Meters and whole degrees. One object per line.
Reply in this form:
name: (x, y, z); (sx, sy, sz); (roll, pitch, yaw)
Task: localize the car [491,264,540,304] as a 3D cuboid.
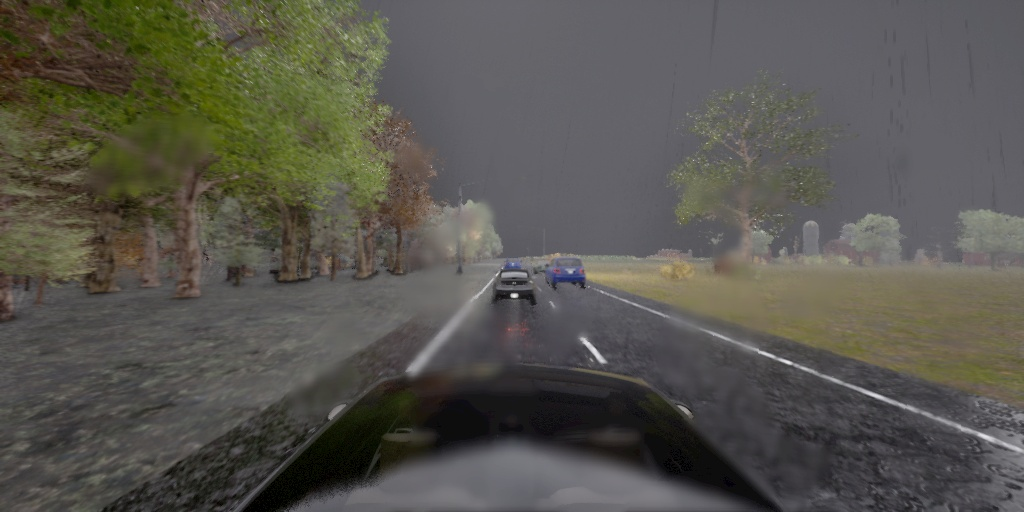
car: (0.098, 1.335, 16.759); (1.837, 1.490, 4.892); (0, 0, 0)

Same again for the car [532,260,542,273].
car: (3.593, 1.309, 43.326); (2.097, 1.767, 4.553); (0, 0, 0)

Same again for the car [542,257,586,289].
car: (3.592, 1.093, 24.706); (2.150, 2.045, 5.566); (0, 0, 0)

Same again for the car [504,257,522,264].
car: (0.094, 1.197, 47.172); (2.150, 2.045, 5.566); (0, 0, 0)
